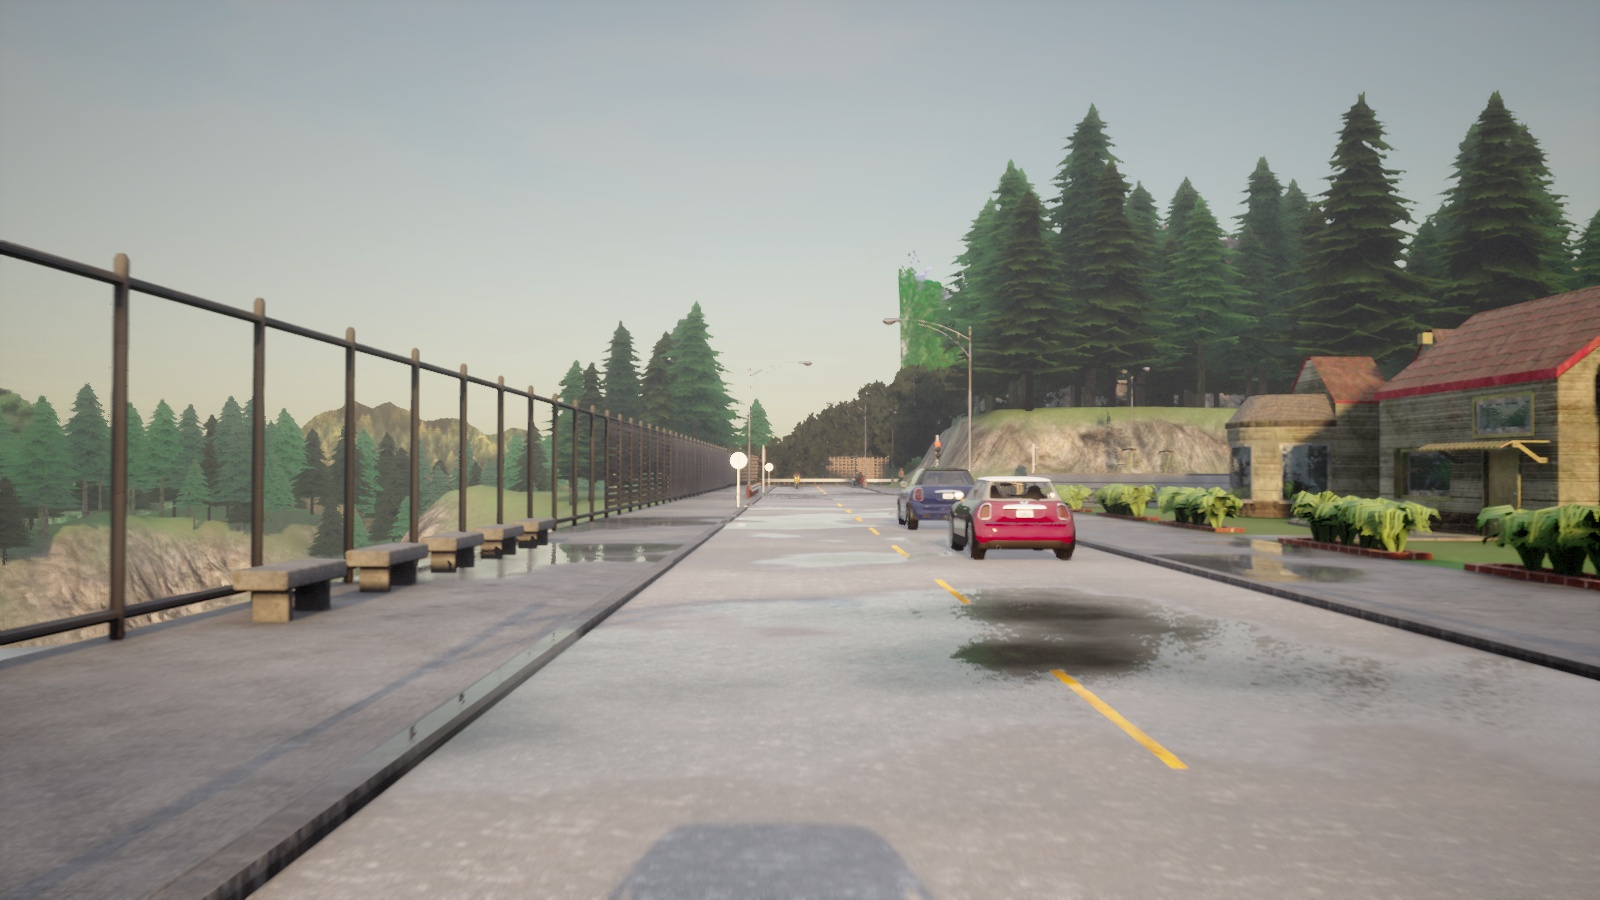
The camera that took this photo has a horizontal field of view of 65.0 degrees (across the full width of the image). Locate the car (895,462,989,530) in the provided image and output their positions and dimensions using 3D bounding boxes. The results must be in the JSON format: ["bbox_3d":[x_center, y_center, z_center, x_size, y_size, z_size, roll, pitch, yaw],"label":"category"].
[{"bbox_3d":[3.915,1.250,35.391,2.097,1.767,4.553,0,-1,0],"label":"car"}]

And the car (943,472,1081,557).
[{"bbox_3d":[3.941,1.165,23.940,1.970,1.475,3.806,0,-1,0],"label":"car"}]
